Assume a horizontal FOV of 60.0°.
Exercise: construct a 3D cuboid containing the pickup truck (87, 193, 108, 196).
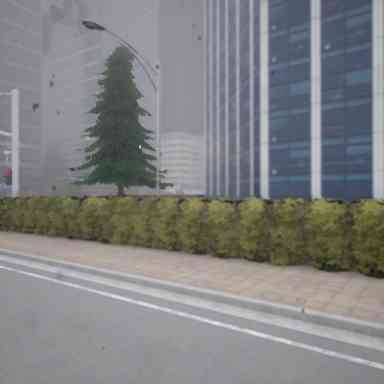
[{"bbox_3d":[-17.604,1.198,63.185,6.274,2.098,2.390,0,0,-24],"label":"pickup truck"}]
